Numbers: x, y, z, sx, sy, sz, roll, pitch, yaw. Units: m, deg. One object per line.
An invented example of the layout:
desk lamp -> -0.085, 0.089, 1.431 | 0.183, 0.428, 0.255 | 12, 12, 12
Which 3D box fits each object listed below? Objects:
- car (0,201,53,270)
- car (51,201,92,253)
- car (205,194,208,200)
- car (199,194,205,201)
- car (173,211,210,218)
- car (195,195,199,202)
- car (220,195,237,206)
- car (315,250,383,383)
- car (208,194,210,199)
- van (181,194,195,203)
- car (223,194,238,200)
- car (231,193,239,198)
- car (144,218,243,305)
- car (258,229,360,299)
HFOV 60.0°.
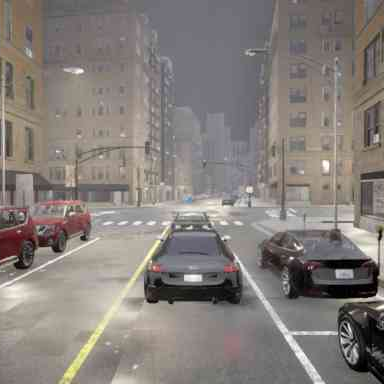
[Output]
car -> -5.687, 1.312, 8.260 | 2.192, 1.841, 5.009 | -1, 0, 0
car -> -5.696, 1.310, 13.768 | 2.192, 1.841, 5.009 | -1, 0, 0
car -> 2.283, 1.449, 86.518 | 1.802, 1.307, 4.206 | 0, 0, 9
car -> 1.416, 1.399, 80.918 | 1.752, 1.417, 4.829 | 0, 0, 9
car -> -0.023, 1.594, 16.979 | 1.895, 1.301, 4.718 | 0, 0, 0
car -> -0.240, 1.332, 70.222 | 1.967, 1.590, 4.097 | 0, 0, 9
car -> 5.663, 1.509, 52.622 | 1.947, 1.339, 4.313 | 0, 0, 9
car -> 2.851, 1.565, 2.775 | 1.947, 1.339, 4.313 | -1, 0, 0
car -> 3.123, 1.302, 91.951 | 1.967, 1.590, 4.097 | 0, 0, 9
van -> -1.081, 1.244, 64.789 | 1.690, 1.788, 3.998 | 0, 0, 9
car -> 7.345, 1.483, 63.486 | 1.947, 1.339, 4.313 | 0, 0, 9
car -> 10.706, 1.195, 85.214 | 2.192, 1.841, 5.009 | 0, 0, 9
car -> 0.038, 1.561, 8.165 | 1.994, 1.385, 4.181 | 0, 0, 0
car -> 2.841, 1.563, 8.282 | 1.947, 1.339, 4.313 | -1, 0, 0
